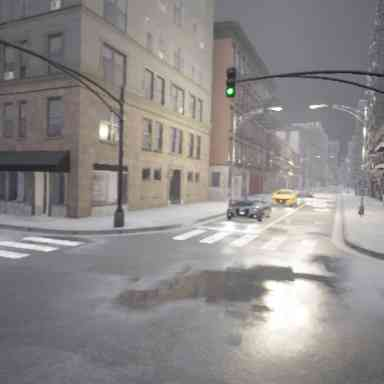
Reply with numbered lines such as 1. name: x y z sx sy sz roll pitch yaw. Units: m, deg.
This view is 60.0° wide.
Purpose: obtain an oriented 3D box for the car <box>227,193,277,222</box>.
1. car: 3.520 0.916 19.909 1.994 1.385 4.181 3 2 23

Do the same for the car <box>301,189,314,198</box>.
1. car: 17.432 0.150 50.770 1.895 1.301 4.718 3 2 24

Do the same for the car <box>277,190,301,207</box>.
1. car: 9.055 0.514 32.243 1.882 1.535 5.008 3 2 24
